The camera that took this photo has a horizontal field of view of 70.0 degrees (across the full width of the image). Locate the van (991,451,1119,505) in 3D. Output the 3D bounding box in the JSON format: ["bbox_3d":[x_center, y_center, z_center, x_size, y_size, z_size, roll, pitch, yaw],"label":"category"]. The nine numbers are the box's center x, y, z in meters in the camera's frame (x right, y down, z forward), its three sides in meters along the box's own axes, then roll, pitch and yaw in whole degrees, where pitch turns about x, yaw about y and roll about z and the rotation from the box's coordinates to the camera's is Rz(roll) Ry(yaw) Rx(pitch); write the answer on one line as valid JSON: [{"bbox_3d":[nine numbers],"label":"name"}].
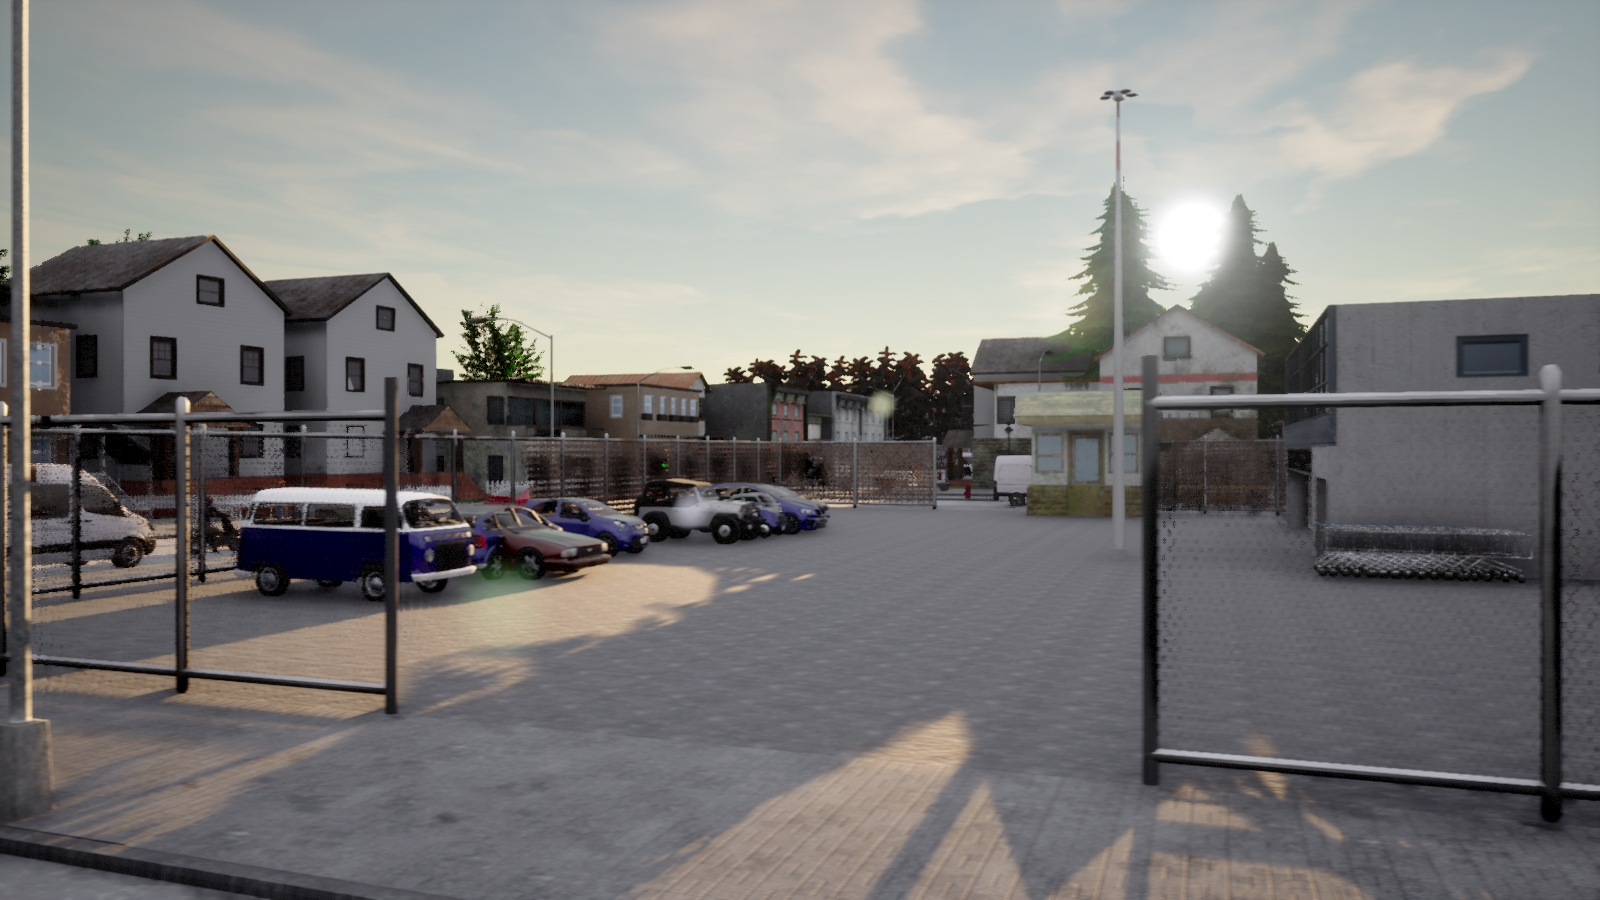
[{"bbox_3d":[12.557,1.330,56.230,5.915,2.561,1.988,0,0,20],"label":"van"}]

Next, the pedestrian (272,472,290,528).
[{"bbox_3d":[-17.394,1.685,38.296,0.375,1.860,0.375,0,0,21],"label":"pedestrian"}]

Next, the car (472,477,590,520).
[{"bbox_3d":[-10.650,1.891,45.637,2.231,1.480,4.892,0,0,20],"label":"car"}]

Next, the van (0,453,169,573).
[{"bbox_3d":[-17.730,1.364,26.136,1.988,2.561,5.915,0,0,20],"label":"van"}]
